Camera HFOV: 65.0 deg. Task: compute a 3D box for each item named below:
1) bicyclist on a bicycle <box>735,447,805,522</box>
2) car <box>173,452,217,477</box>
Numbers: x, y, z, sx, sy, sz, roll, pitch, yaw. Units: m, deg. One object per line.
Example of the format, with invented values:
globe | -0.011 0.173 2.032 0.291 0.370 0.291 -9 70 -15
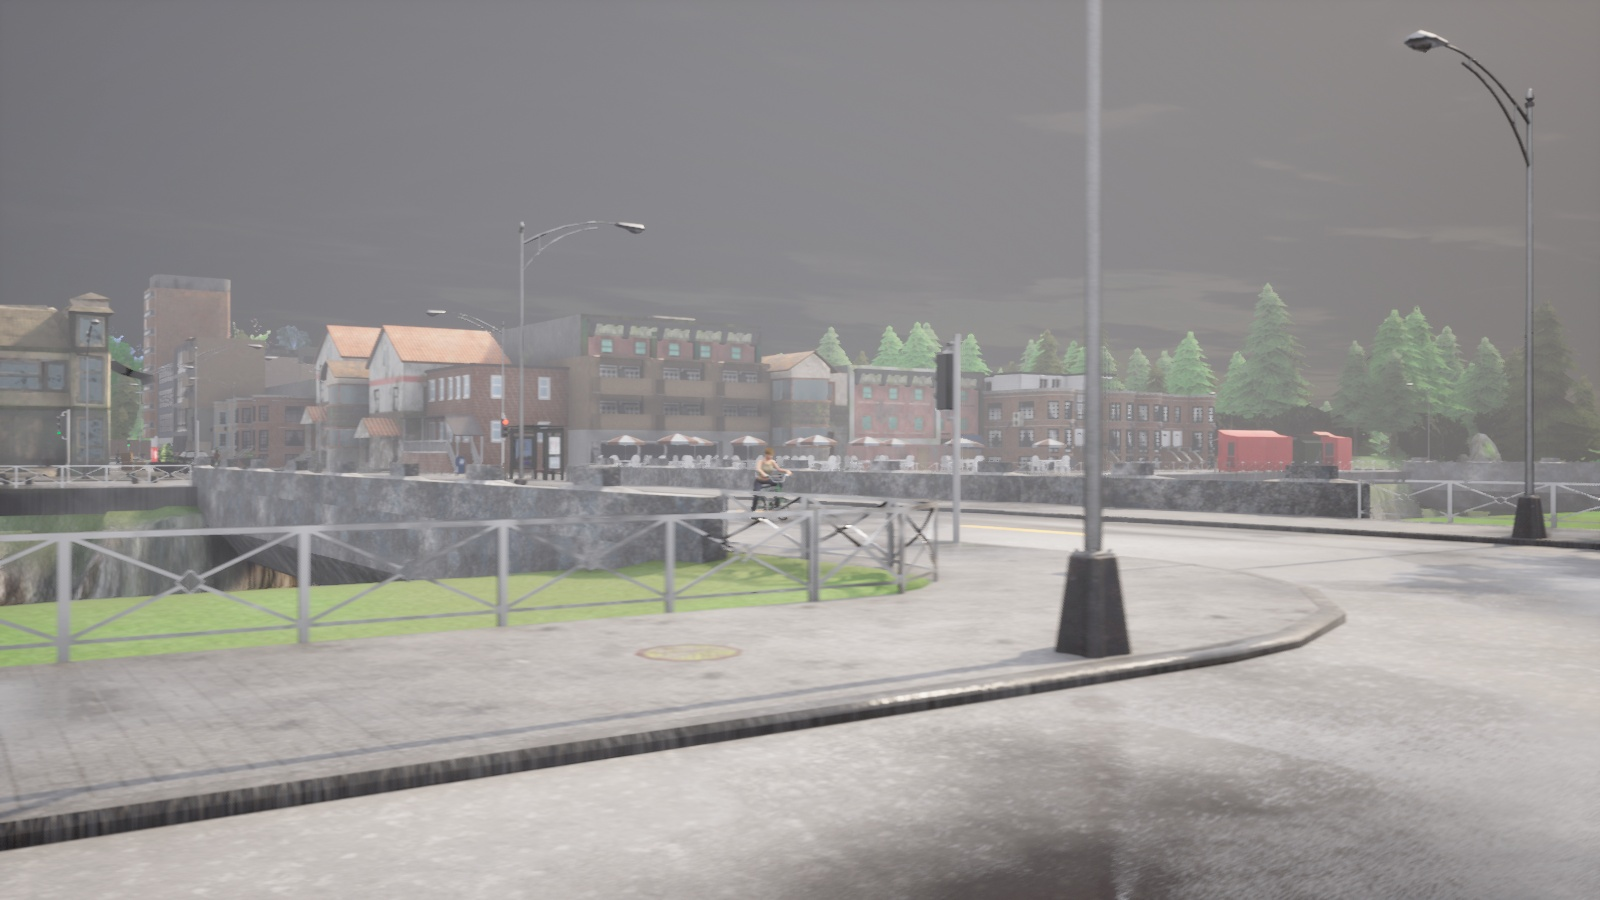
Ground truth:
bicyclist on a bicycle | -0.669 0.751 27.859 0.866 1.612 1.509 0 0 -35
car | -42.000 0.977 87.156 2.033 1.649 4.856 0 0 -35
